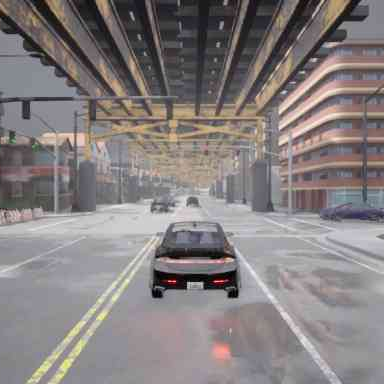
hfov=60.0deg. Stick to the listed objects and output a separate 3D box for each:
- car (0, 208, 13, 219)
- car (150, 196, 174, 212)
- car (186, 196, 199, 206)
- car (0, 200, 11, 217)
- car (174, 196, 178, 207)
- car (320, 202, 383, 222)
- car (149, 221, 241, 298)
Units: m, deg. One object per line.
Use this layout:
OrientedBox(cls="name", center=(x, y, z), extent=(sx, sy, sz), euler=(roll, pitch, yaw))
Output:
OrientedBox(cls="car", center=(-16.769, 1.453, 25.955), extent=(4.974, 1.542, 2.038), euler=(0, 0, -20))
OrientedBox(cls="car", center=(-3.607, 1.491, 37.948), extent=(2.128, 1.511, 4.902), euler=(0, 0, 0))
OrientedBox(cls="car", center=(0.086, 1.498, 54.843), extent=(1.837, 1.490, 4.892), euler=(0, 0, 0))
OrientedBox(cls="car", center=(-16.817, 1.295, 25.937), extent=(4.536, 1.218, 1.853), euler=(0, 0, -20))
OrientedBox(cls="car", center=(-3.604, 1.355, 49.346), extent=(2.097, 1.767, 4.553), euler=(0, 0, 0))
OrientedBox(cls="car", center=(12.198, 1.526, 25.392), extent=(4.674, 1.442, 1.812), euler=(0, 0, 0))
OrientedBox(cls="car", center=(0.071, 1.492, 8.480), extent=(2.128, 1.511, 4.902), euler=(0, 0, 0))
